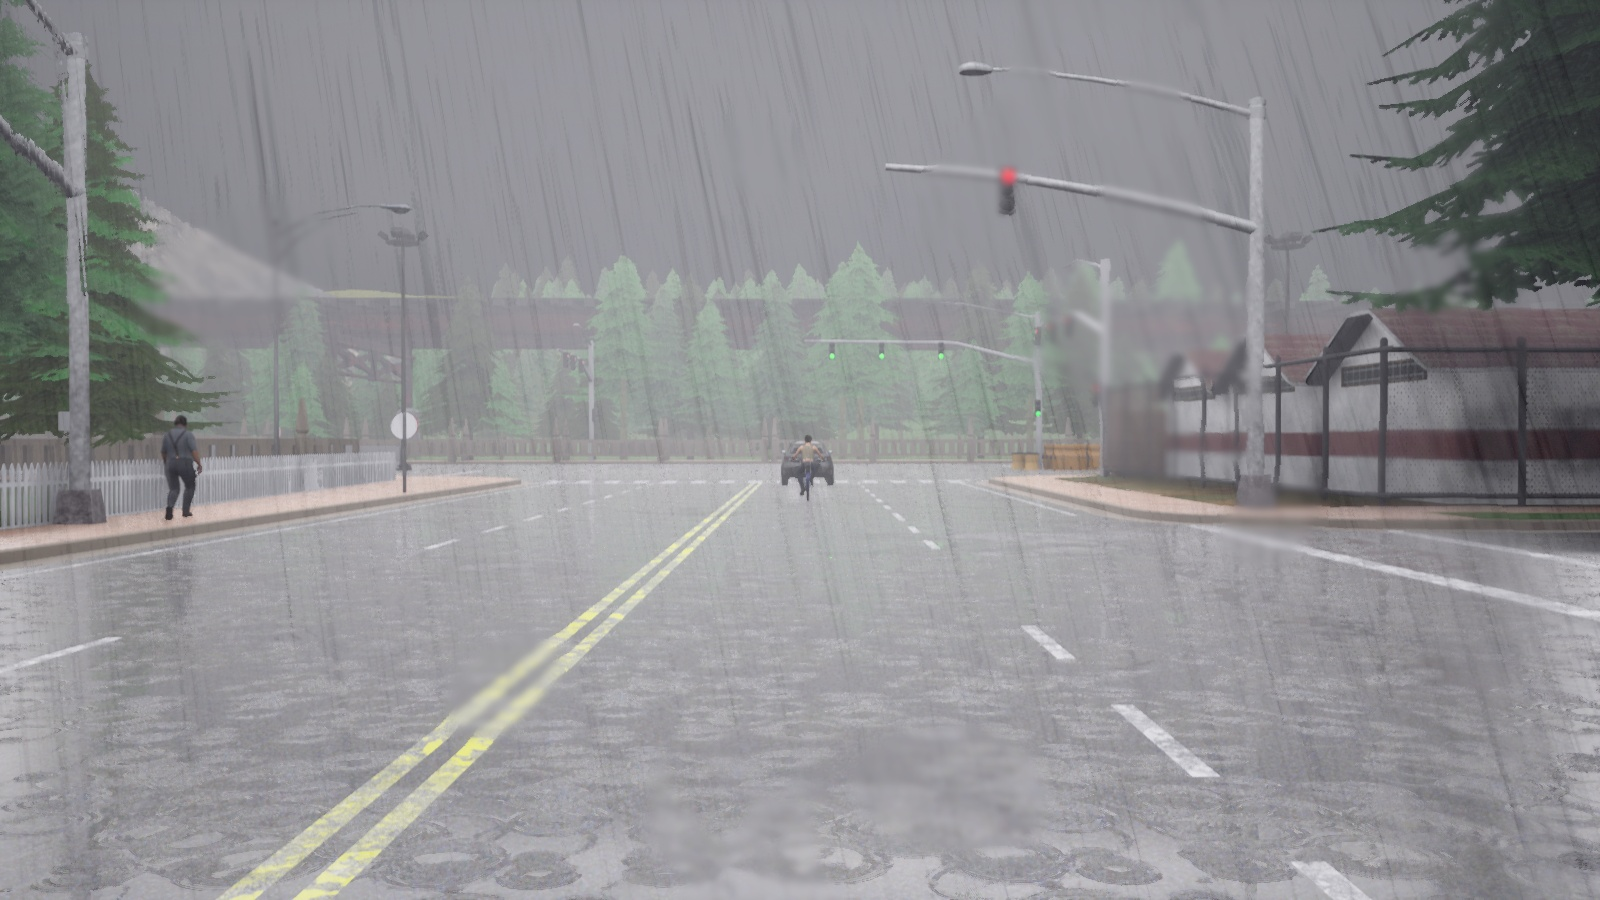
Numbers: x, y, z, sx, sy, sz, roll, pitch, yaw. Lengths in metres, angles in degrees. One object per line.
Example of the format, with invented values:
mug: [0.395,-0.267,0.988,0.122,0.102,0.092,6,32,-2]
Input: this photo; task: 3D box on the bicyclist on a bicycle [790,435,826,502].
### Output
bicyclist on a bicycle: [0.194,0.444,31.206,0.866,1.612,1.509,0,0,0]

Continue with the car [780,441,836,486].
car: [0.242,0.431,42.921,1.816,1.474,4.193,0,0,0]

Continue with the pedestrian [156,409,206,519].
pedestrian: [-10.522,0.233,21.366,0.540,1.848,0.694,0,0,-5]
